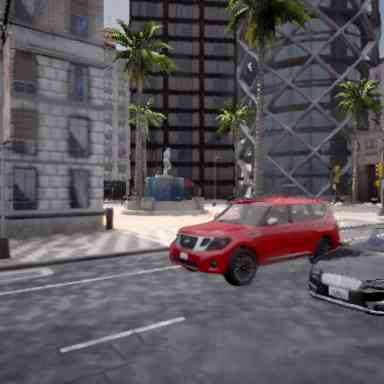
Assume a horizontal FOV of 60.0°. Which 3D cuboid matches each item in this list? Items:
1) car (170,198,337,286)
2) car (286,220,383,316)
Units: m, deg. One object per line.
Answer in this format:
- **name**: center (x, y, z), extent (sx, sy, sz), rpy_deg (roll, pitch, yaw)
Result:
- **car**: center (2.071, 1.218, 9.746), extent (5.566, 2.045, 2.150), rpy_deg (0, 0, -35)
- **car**: center (4.546, 1.487, 7.212), extent (4.902, 1.511, 2.128), rpy_deg (0, 0, -35)
